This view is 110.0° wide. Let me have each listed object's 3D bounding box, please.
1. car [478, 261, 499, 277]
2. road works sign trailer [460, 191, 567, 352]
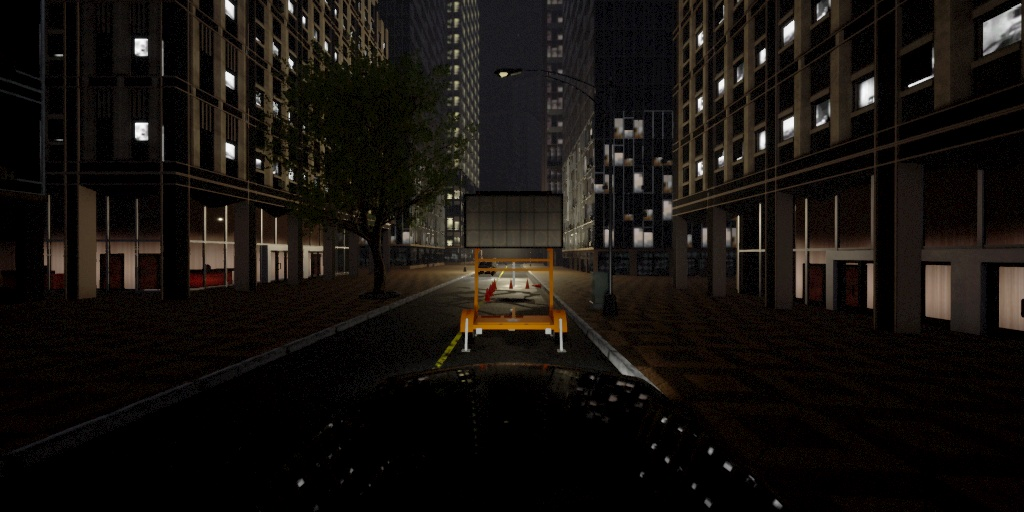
[{"bbox_3d":[-2.664,1.278,36.568,1.837,1.490,4.892,0,0,0],"label":"car"},{"bbox_3d":[0.042,0.214,8.893,2.380,3.560,2.880,0,0,0],"label":"road works sign trailer"}]
